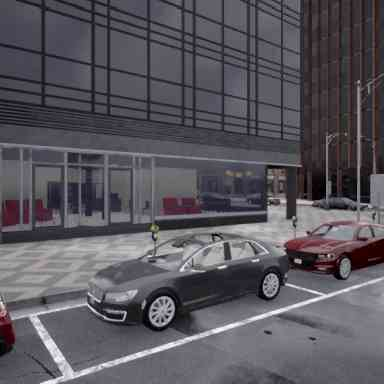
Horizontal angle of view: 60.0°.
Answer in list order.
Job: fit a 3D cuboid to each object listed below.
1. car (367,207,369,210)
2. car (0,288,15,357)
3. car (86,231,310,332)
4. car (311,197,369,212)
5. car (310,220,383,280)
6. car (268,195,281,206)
[{"bbox_3d":[9.016,1.443,13.091,4.097,1.590,1.967,0,0,-36],"label":"car"},{"bbox_3d":[-4.308,1.440,3.577,4.097,1.590,1.967,0,0,-36],"label":"car"},{"bbox_3d":[0.134,1.551,6.748,4.403,1.369,2.008,0,0,-36],"label":"car"},{"bbox_3d":[14.945,1.208,33.799,2.033,1.411,5.357,0,1,-41],"label":"car"},{"bbox_3d":[4.575,1.546,9.920,4.507,1.381,1.887,0,0,-36],"label":"car"},{"bbox_3d":[9.015,0.967,42.163,1.837,1.490,4.892,0,1,-36],"label":"car"}]
